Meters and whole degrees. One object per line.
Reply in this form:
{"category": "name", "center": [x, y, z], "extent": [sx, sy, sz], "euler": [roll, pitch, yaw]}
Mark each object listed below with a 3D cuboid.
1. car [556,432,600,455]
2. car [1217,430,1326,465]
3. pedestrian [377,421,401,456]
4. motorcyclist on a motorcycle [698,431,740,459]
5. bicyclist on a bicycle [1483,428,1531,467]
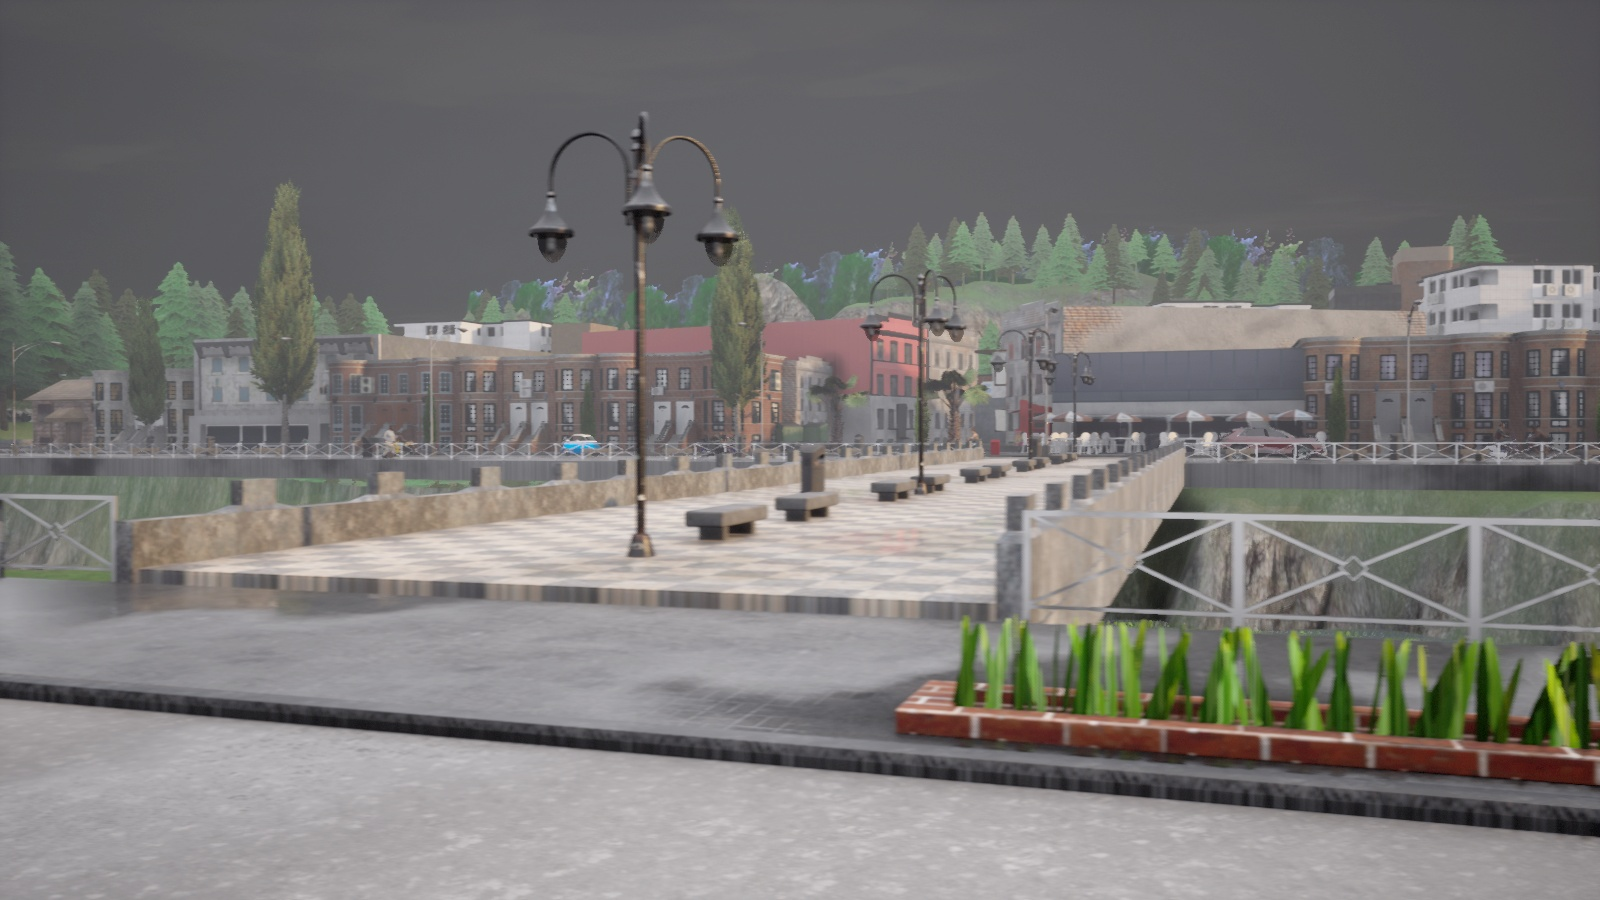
{"category": "car", "center": [-13.715, -0.413, 77.617], "extent": [2.207, 1.376, 1.481], "euler": [1, 1, 19]}
{"category": "car", "center": [22.881, -0.136, 61.097], "extent": [4.856, 1.649, 2.033], "euler": [1, 1, 19]}
{"category": "pedestrian", "center": [-22.115, -0.633, 67.625], "extent": [0.900, 1.855, 0.874], "euler": [0, 1, 17]}
{"category": "motorcyclist on a motorcycle", "center": [-4.548, -0.282, 70.318], "extent": [2.191, 1.530, 0.866], "euler": [1, 1, 19]}
{"category": "bicyclist on a bicycle", "center": [32.549, -0.107, 57.846], "extent": [1.843, 1.776, 0.659], "euler": [0, 1, 19]}
